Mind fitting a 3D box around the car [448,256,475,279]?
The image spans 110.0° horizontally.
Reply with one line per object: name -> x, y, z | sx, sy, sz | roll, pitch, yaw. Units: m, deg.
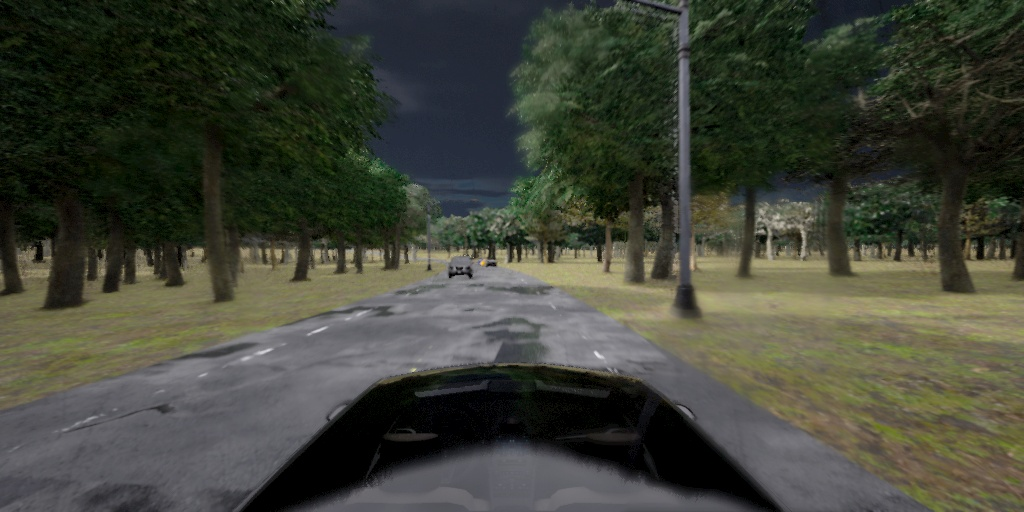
car -> -4.790, 1.046, 34.082 | 2.150, 2.045, 5.566 | 0, 0, -4
